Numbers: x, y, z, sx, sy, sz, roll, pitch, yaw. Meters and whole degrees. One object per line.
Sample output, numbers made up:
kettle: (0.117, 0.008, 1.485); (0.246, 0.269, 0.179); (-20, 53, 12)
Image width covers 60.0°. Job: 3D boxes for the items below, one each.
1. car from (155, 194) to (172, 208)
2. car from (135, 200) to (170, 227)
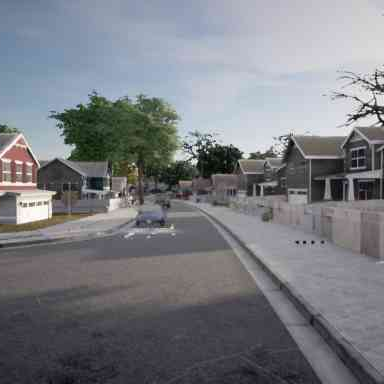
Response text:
car: (-4.247, 1.307, 48.905); (2.150, 2.045, 5.566); (0, 0, -5)
car: (-2.718, 1.555, 22.879); (1.812, 1.442, 4.674); (0, 0, -2)
